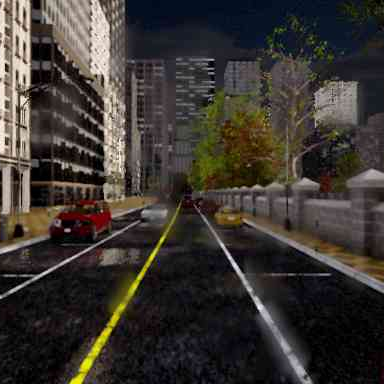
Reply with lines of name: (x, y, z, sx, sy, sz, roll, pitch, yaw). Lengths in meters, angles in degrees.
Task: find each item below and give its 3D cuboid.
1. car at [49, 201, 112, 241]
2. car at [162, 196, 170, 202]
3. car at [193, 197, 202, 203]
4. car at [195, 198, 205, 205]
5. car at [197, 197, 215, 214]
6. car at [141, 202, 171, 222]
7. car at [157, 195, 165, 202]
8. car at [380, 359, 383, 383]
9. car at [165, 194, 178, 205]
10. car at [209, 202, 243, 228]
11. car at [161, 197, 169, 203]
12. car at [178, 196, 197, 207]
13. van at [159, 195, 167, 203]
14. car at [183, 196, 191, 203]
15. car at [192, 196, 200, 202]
car: (-5.544, 1.396, 17.269, 2.192, 1.841, 5.009, 0, 0, 0)
car: (-6.954, 1.896, 89.151, 1.752, 1.417, 4.829, 0, 0, -1)
car: (1.306, 1.912, 78.324, 1.802, 1.307, 4.206, 0, 0, -1)
car: (1.546, 1.854, 67.227, 1.947, 1.339, 4.313, 0, 0, -1)
car: (1.857, 1.645, 37.398, 1.882, 1.535, 5.008, 0, 0, -1)
car: (-3.066, 1.727, 27.695, 1.895, 1.301, 4.718, 0, 0, -1)
car: (-6.600, 1.625, 72.703, 2.192, 1.841, 5.009, 0, 0, -1)
car: (2.566, 1.319, 0.655, 2.192, 1.841, 5.009, 0, 0, 0)
car: (-3.806, 1.515, 68.913, 2.150, 2.045, 5.566, 0, 0, -1)
car: (2.418, 1.631, 23.014, 1.752, 1.417, 4.829, 0, 0, -1)
car: (-6.839, 1.933, 83.782, 1.802, 1.307, 4.206, 0, 0, -1)
car: (-0.751, 1.592, 55.186, 2.097, 1.767, 4.553, 0, 0, -1)
van: (-6.719, 1.672, 78.243, 1.690, 1.788, 3.998, 0, 0, -1)
car: (-1.240, 1.673, 77.611, 1.837, 1.490, 4.892, 0, 0, -1)
car: (1.067, 1.811, 89.421, 1.967, 1.590, 4.097, 0, 0, -1)
